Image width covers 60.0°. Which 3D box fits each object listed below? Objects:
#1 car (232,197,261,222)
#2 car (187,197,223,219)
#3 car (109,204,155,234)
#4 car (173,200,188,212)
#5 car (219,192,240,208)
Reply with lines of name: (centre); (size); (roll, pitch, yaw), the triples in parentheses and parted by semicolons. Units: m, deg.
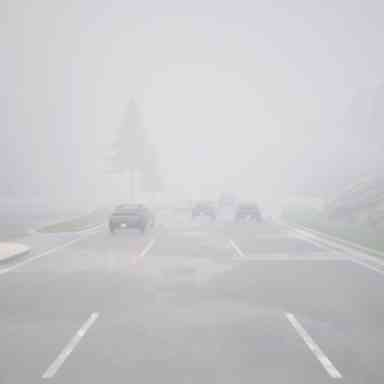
car: (4.211, 1.410, 25.402); (1.837, 1.490, 4.892); (0, 1, 7)
car: (1.174, 1.399, 27.679); (1.837, 1.490, 4.892); (0, 0, 11)
car: (-3.274, 1.420, 18.785); (2.128, 1.511, 4.902); (0, 0, 2)
car: (-0.457, 1.464, 35.953); (1.895, 1.301, 4.718); (0, 0, 16)
car: (4.618, 1.068, 40.887); (2.150, 2.045, 5.566); (0, 1, 16)
